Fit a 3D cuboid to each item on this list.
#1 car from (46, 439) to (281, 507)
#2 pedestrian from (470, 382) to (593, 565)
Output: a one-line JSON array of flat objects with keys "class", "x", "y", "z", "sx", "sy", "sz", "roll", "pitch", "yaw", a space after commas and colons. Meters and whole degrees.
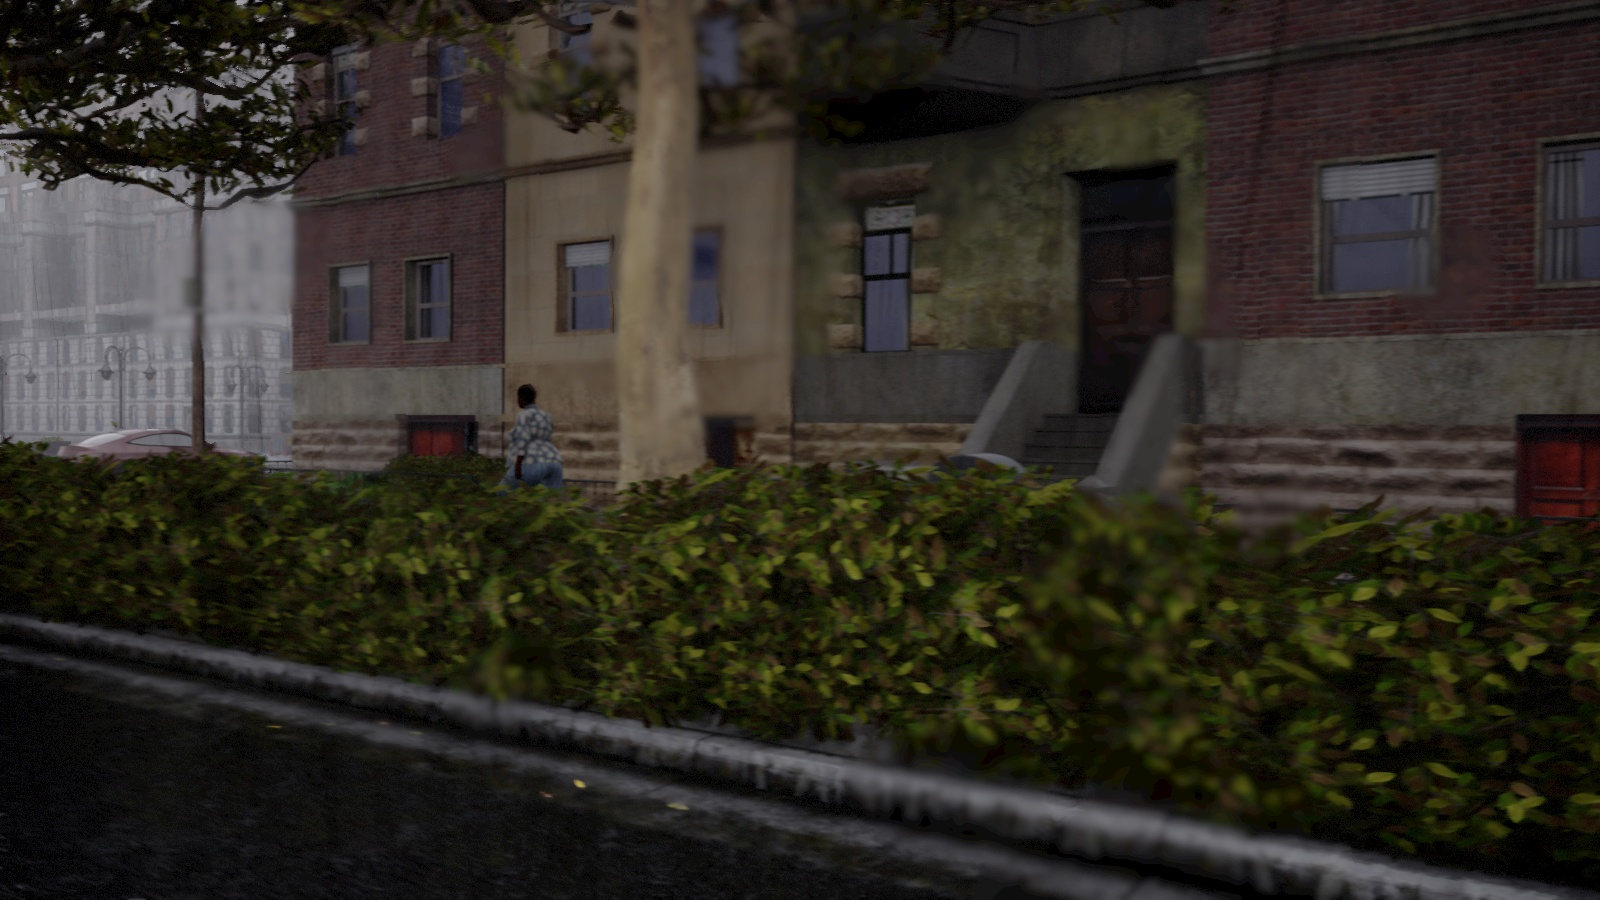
[{"class": "car", "x": -15.036, "y": 0.485, "z": 29.932, "sx": 1.812, "sy": 1.442, "sz": 4.674, "roll": 0, "pitch": 1, "yaw": 34}, {"class": "pedestrian", "x": -2.844, "y": 0.232, "z": 13.317, "sx": 0.900, "sy": 1.855, "sz": 0.874, "roll": 0, "pitch": 1, "yaw": 34}]
